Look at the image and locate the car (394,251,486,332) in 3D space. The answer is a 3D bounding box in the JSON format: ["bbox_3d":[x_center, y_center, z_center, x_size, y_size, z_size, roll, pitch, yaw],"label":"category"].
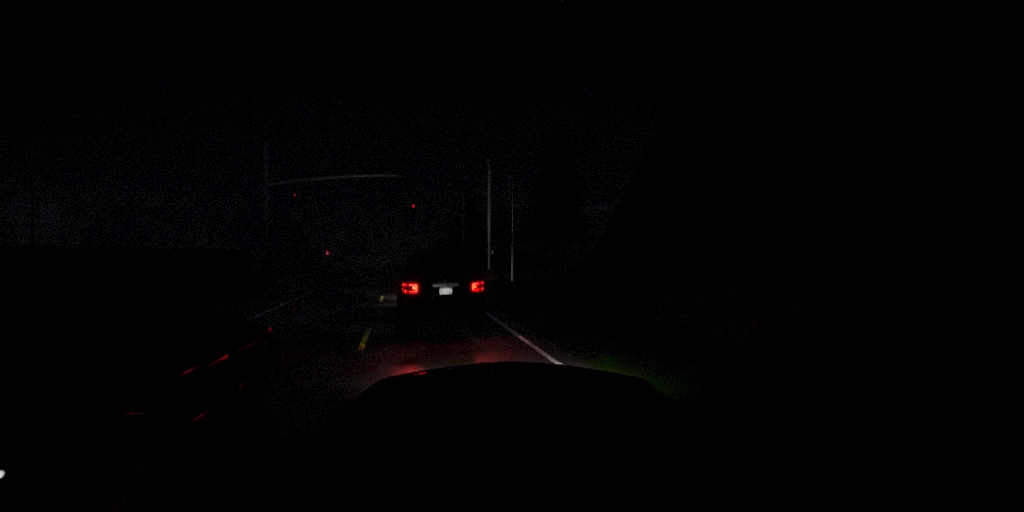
[{"bbox_3d":[-2.277,0.870,10.756,2.150,2.045,5.566,0,1,-17],"label":"car"}]

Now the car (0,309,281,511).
[{"bbox_3d":[-4.173,1.287,3.675,1.994,1.385,4.181,0,1,-12],"label":"car"}]
